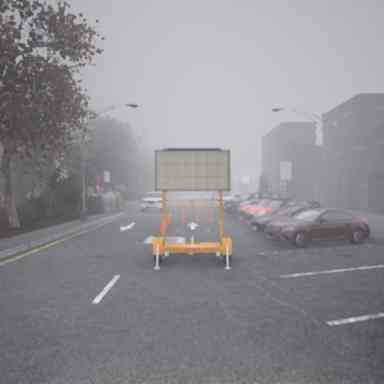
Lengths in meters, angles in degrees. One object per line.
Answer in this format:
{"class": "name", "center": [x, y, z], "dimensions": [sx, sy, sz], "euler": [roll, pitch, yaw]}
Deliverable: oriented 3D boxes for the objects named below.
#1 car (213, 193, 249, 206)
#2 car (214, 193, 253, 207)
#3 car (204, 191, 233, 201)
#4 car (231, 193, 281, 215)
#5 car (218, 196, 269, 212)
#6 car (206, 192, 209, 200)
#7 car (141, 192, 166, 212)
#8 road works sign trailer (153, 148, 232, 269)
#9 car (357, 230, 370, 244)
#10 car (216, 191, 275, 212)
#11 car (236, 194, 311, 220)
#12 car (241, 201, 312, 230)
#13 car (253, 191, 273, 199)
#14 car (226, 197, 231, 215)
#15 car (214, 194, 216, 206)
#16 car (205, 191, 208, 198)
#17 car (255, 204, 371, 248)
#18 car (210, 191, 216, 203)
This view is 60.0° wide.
{"class": "car", "center": [5.480, 1.048, 47.058], "dimensions": [4.553, 1.767, 2.185], "euler": [1, 0, -20]}
{"class": "car", "center": [5.463, 1.062, 44.057], "dimensions": [4.553, 1.767, 2.185], "euler": [1, 0, -20]}
{"class": "car", "center": [5.611, 0.823, 71.114], "dimensions": [5.566, 2.045, 2.435], "euler": [1, 0, -20]}
{"class": "car", "center": [5.407, 1.184, 23.052], "dimensions": [4.553, 1.767, 2.185], "euler": [1, 1, -20]}
{"class": "car", "center": [5.414, 1.264, 35.042], "dimensions": [4.792, 1.488, 2.163], "euler": [1, 1, -20]}
{"class": "car", "center": [5.545, 1.135, 56.078], "dimensions": [5.008, 1.535, 2.097], "euler": [1, 0, -20]}
{"class": "car", "center": [-3.948, 0.976, 34.708], "dimensions": [2.150, 2.045, 5.566], "euler": [0, 0, 0]}
{"class": "road works sign trailer", "center": [0.018, 0.378, 10.766], "dimensions": [2.380, 3.560, 2.880], "euler": [0, 0, 0]}
{"class": "car", "center": [5.317, 1.446, 5.040], "dimensions": [4.892, 1.521, 2.231], "euler": [1, 1, -20]}
{"class": "car", "center": [5.397, 1.019, 29.025], "dimensions": [5.566, 2.045, 2.435], "euler": [1, 1, -20]}
{"class": "car", "center": [5.392, 1.205, 20.050], "dimensions": [4.553, 1.767, 2.185], "euler": [1, 1, -20]}
{"class": "car", "center": [5.318, 1.381, 17.032], "dimensions": [4.792, 1.488, 2.163], "euler": [1, 1, -20]}
{"class": "car", "center": [18.624, 0.768, 87.068], "dimensions": [2.435, 2.045, 5.566], "euler": [0, 1, -21]}
{"class": "car", "center": [5.387, 1.330, 26.049], "dimensions": [4.674, 1.452, 2.002], "euler": [1, 0, -20]}
{"class": "car", "center": [5.251, 1.247, 31.985], "dimensions": [5.366, 1.575, 1.946], "euler": [1, 1, -20]}
{"class": "car", "center": [5.404, 1.094, 65.023], "dimensions": [5.366, 1.575, 1.946], "euler": [1, 1, -20]}
{"class": "car", "center": [5.336, 1.415, 14.040], "dimensions": [4.674, 1.452, 2.002], "euler": [1, 1, -20]}
{"class": "car", "center": [5.437, 0.967, 38.042], "dimensions": [5.566, 2.045, 2.435], "euler": [1, 1, -20]}
